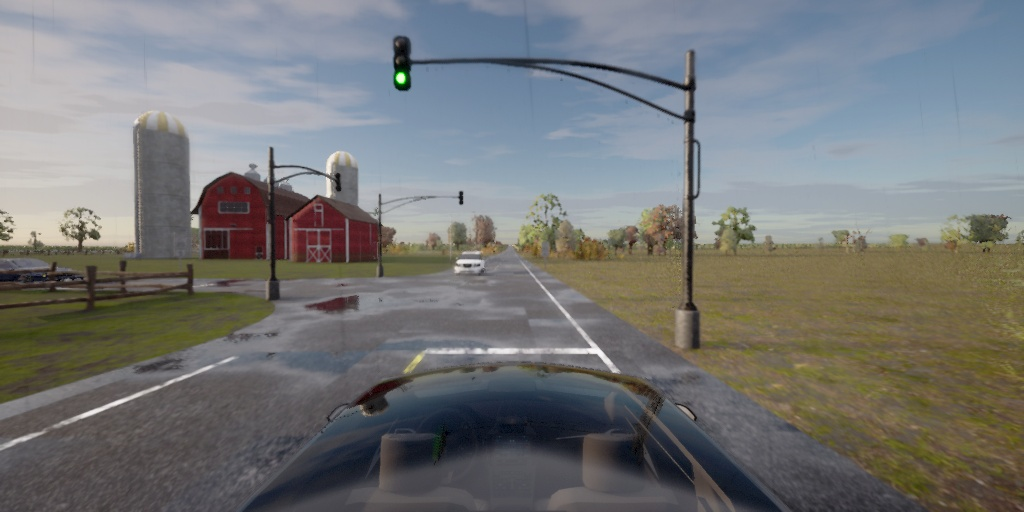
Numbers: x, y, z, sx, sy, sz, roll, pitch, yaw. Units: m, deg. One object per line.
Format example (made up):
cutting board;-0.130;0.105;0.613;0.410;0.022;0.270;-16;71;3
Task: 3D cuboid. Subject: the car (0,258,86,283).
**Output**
car;-26.192;0.834;18.967;5.357;1.411;2.033;1;1;0

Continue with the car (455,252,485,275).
car;-3.531;0.661;31.061;2.150;2.045;5.566;0;2;0
